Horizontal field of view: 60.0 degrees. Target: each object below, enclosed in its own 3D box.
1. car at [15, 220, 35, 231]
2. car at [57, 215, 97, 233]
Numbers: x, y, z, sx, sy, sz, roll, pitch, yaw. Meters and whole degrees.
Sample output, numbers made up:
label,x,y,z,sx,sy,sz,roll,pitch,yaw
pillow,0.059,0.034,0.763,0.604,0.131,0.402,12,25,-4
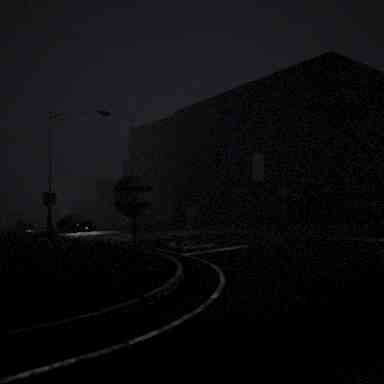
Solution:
label,x,y,z,sx,sy,sz,roll,pitch,yaw
car,-22.550,4.455,44.834,1.882,1.535,5.008,0,-5,-37
car,-9.559,2.577,27.313,2.033,1.411,5.357,0,-5,-37
